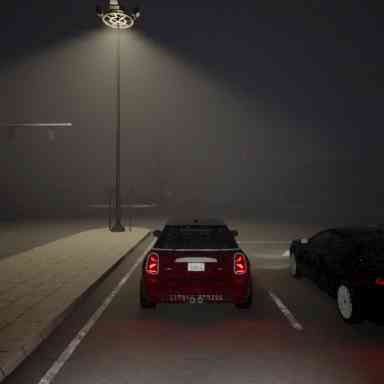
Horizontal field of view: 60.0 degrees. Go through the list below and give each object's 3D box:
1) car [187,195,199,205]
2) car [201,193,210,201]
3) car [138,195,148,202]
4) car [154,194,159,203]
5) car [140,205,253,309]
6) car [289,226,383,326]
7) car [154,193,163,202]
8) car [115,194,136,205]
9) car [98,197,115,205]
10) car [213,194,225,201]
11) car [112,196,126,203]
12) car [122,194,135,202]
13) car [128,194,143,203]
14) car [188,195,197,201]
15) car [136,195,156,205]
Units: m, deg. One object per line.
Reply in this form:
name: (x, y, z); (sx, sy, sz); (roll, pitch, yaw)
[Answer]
car: (0.114, 1.478, 54.925); (1.882, 1.535, 5.008); (0, 0, 0)
car: (3.679, 1.546, 85.944); (1.994, 1.385, 4.181); (0, 0, 0)
car: (-11.340, 1.524, 77.093); (1.812, 1.442, 4.674); (0, 0, 0)
car: (-7.890, 1.601, 66.182); (1.895, 1.301, 4.718); (0, 0, 1)
car: (0.083, 1.352, 8.042); (2.097, 1.767, 4.553); (0, 0, 0)
car: (3.578, 1.478, 7.166); (1.882, 1.535, 5.008); (0, 0, 0)
car: (-7.841, 1.225, 76.648); (2.150, 2.045, 5.566); (0, 0, 0)
car: (-11.451, 1.478, 58.138); (1.882, 1.535, 5.008); (0, 0, 0)
car: (-14.948, 1.564, 58.332); (1.994, 1.385, 4.181); (0, 0, 0)
car: (7.179, 1.348, 85.907); (2.097, 1.767, 4.553); (0, 0, 0)
car: (-14.859, 1.564, 68.028); (1.994, 1.385, 4.181); (0, 0, 0)
car: (-14.838, 1.355, 78.017); (2.097, 1.767, 4.553); (0, 0, 0)
car: (-11.378, 1.352, 67.174); (2.097, 1.767, 4.553); (0, 0, 1)
car: (0.178, 1.516, 85.535); (2.128, 1.511, 4.902); (0, 0, 0)
car: (-7.958, 1.564, 57.323); (1.994, 1.385, 4.181); (0, 0, 0)
